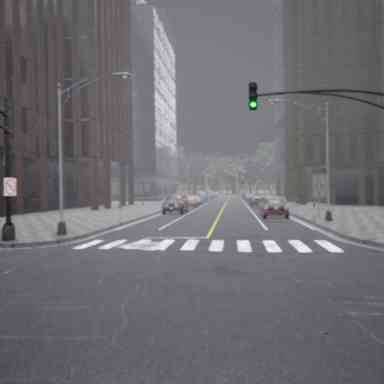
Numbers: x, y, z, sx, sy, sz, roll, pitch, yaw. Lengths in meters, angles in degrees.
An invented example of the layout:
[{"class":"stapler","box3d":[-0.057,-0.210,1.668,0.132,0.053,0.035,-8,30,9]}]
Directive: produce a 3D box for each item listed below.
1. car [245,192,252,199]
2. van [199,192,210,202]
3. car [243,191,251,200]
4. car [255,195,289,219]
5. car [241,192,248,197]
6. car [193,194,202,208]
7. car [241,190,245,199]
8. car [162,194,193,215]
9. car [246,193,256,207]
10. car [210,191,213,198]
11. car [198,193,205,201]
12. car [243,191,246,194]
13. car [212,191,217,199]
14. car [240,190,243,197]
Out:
[{"class":"car","box3d":[8.931,1.083,47.273,1.887,1.381,4.507,-1,0,7]},{"class":"van","box3d":[1.803,0.928,59.112,1.690,1.788,3.998,-1,0,7]},{"class":"car","box3d":[9.599,1.038,52.670,1.887,1.381,4.507,-1,0,7]},{"class":"car","box3d":[6.261,1.159,25.687,1.967,1.590,4.097,-1,0,7]},{"class":"car","box3d":[14.269,0.735,90.444,1.887,1.381,4.507,-1,0,7]},{"class":"car","box3d":[-0.195,1.302,42.924,1.802,1.307,4.206,-1,0,7]},{"class":"car","box3d":[11.621,0.885,69.027,1.752,1.417,4.829,-1,0,7]},{"class":"car","box3d":[-1.534,1.126,32.130,2.192,1.841,5.009,-1,0,7]},{"class":"car","box3d":[8.264,1.134,41.877,2.008,1.369,4.403,-1,0,7]},{"class":"car","box3d":[2.474,1.093,64.509,2.008,1.369,4.403,-1,0,7]},{"class":"car","box3d":[0.451,1.202,48.152,1.752,1.417,4.829,-1,0,7]},{"class":"car","box3d":[10.286,0.973,58.234,1.752,1.417,4.829,-1,0,7]},{"class":"car","box3d":[4.476,0.978,80.698,1.947,1.339,4.313,-1,0,7]},{"class":"car","box3d":[12.263,0.633,74.253,2.192,1.841,5.009,-1,0,7]}]
